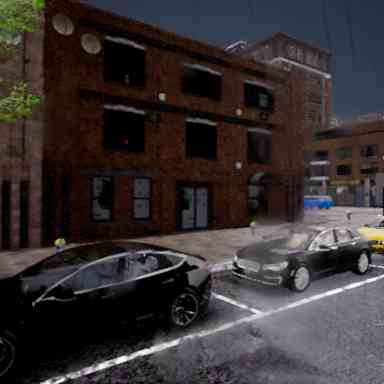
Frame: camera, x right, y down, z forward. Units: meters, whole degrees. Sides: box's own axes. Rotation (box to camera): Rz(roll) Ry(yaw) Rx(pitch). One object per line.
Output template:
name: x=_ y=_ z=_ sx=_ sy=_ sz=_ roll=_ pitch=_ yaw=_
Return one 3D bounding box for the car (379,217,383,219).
car: x=7.399 y=1.437 z=11.988 sx=4.829 sy=1.417 sz=1.752 roll=0 pitch=1 yaw=-35

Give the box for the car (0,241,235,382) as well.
car: x=-1.625 y=1.555 z=5.345 sx=4.313 sy=1.339 sz=1.947 roll=0 pitch=1 yaw=-35

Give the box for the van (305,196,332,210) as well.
van: x=16.093 y=1.386 z=43.071 sx=1.690 sy=1.788 sz=3.998 roll=0 pitch=-1 yaw=-35

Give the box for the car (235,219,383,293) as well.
car: x=3.006 y=1.500 z=8.647 sx=4.403 sy=1.369 sz=2.008 roll=0 pitch=1 yaw=-35
